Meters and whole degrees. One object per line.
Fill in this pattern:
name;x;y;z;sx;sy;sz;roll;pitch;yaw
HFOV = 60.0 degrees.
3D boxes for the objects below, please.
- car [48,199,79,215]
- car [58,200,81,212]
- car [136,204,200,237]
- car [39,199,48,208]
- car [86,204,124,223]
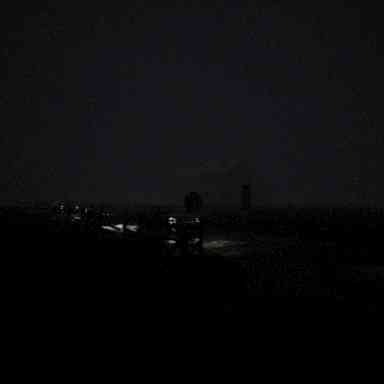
car;-14.363;1.671;37.535;2.097;1.767;4.553;1;-1;-36
car;-17.248;1.939;46.633;1.837;1.490;4.892;1;-3;-36
car;-1.463;1.528;19.406;2.097;1.767;4.553;1;-1;-35
car;-25.100;2.020;57.651;2.128;1.511;4.902;1;-1;-36
car;-7.303;1.732;27.610;2.128;1.511;4.902;1;-1;-35
